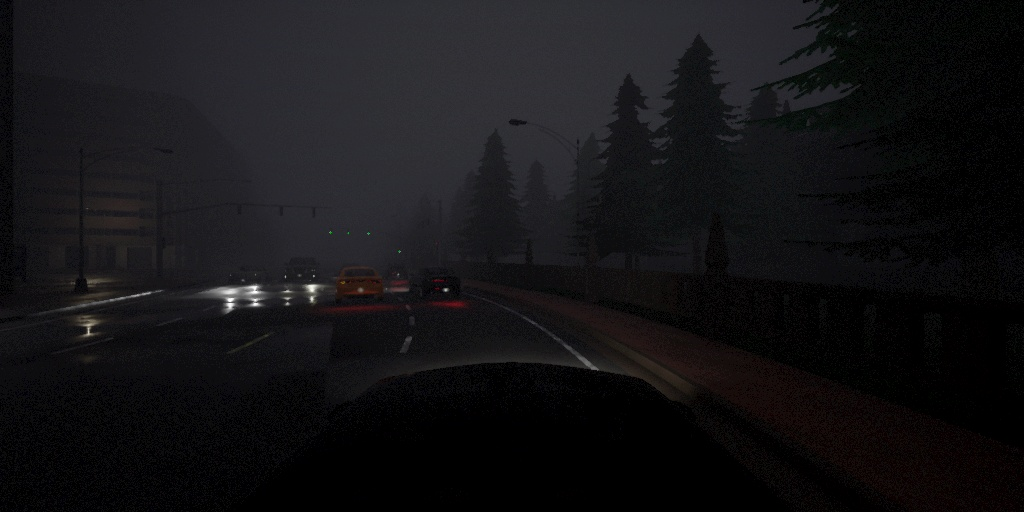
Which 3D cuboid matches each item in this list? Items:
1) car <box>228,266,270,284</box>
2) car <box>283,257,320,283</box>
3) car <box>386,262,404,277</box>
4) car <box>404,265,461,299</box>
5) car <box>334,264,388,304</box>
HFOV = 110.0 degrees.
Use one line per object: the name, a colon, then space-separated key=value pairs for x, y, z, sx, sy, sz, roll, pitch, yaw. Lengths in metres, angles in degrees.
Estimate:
car: x=-19.915 y=1.402 z=27.270 sx=1.895 sy=1.301 sz=4.718 roll=0 pitch=0 yaw=-25
car: x=-16.752 y=1.074 z=28.770 sx=2.150 sy=2.045 sz=5.566 roll=0 pitch=0 yaw=-25
car: x=-10.419 y=1.264 z=31.751 sx=1.837 sy=1.490 sz=4.892 roll=0 pitch=0 yaw=-25
car: x=-3.992 y=1.264 z=18.198 sx=1.837 sy=1.490 sz=4.892 roll=0 pitch=0 yaw=-25
car: x=-7.154 y=1.233 z=16.698 sx=1.882 sy=1.535 sz=5.008 roll=0 pitch=0 yaw=-25
